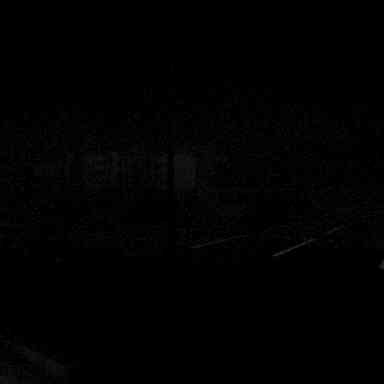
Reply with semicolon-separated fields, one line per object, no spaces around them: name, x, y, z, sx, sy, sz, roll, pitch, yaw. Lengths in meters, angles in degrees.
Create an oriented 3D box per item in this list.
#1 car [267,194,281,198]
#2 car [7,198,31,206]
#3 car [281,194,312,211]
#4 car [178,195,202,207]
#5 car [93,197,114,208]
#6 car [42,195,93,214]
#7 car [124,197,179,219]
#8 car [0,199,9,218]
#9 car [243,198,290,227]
car;9.779;1.154;40.058;1.905;1.878;3.866;0;0;35
car;-30.126;1.648;55.996;2.033;1.411;5.357;0;0;35
car;12.392;1.160;38.722;1.932;1.855;4.605;0;0;35
car;-0.681;1.297;47.426;2.152;1.636;5.027;0;0;35
car;-13.166;1.493;47.202;2.007;1.523;4.514;0;0;35
car;-13.257;1.256;35.021;1.932;1.855;4.605;0;0;35
car;-3.482;1.393;27.266;2.007;1.523;4.514;0;0;35
car;-18.108;1.520;28.066;1.970;1.475;3.806;0;0;35
car;4.663;1.363;21.477;1.845;1.501;3.633;0;0;35
